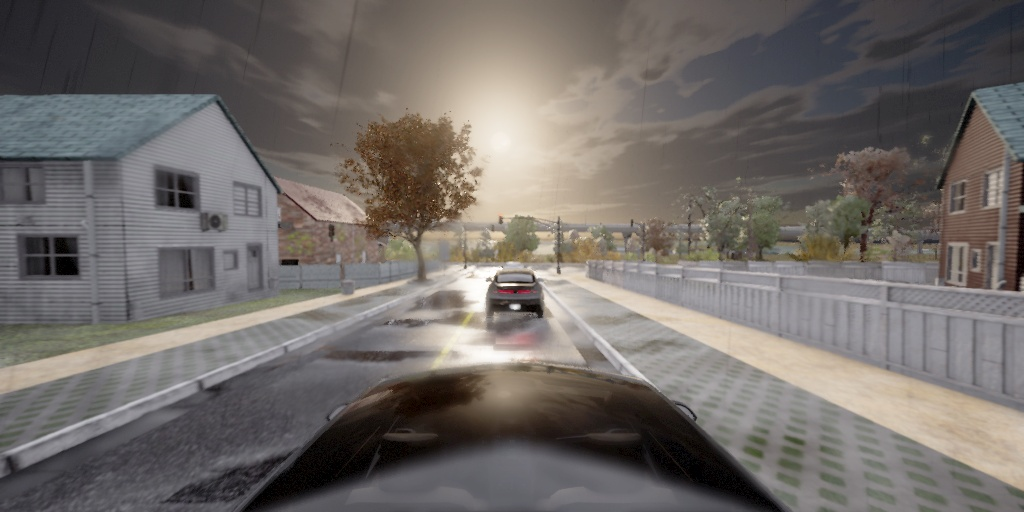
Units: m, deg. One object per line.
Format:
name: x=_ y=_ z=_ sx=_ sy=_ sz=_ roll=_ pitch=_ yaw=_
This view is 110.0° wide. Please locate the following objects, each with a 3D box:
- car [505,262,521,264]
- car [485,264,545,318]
car: x=0.097 y=1.193 z=27.634 sx=1.812 sy=1.442 sz=4.674 roll=0 pitch=0 yaw=0
car: x=0.099 y=1.215 z=12.848 sx=1.837 sy=1.490 sz=4.892 roll=0 pitch=0 yaw=0
